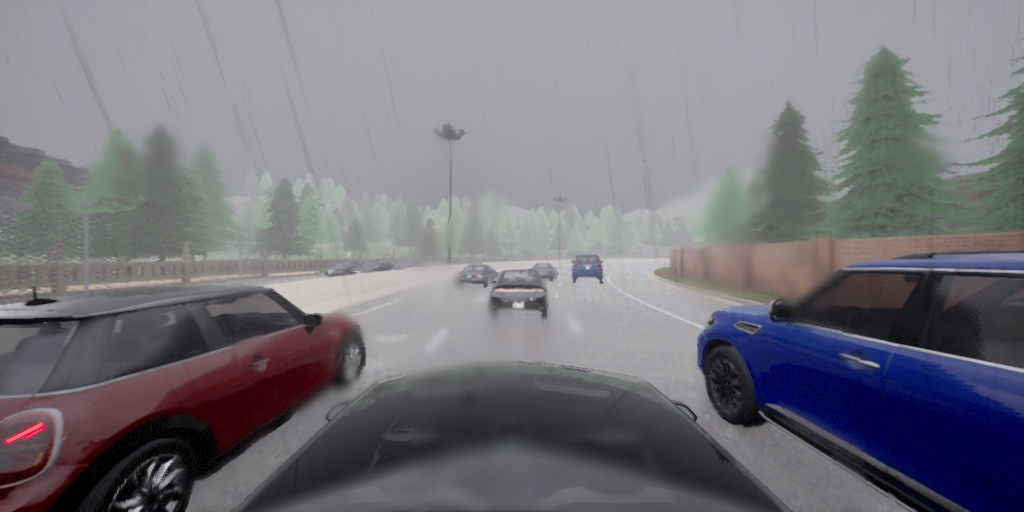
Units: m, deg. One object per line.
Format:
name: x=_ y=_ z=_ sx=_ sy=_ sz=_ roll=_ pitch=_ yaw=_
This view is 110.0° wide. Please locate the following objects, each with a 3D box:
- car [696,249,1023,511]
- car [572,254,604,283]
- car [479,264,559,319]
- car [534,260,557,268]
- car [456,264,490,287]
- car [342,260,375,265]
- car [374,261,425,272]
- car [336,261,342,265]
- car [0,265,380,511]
car: x=3.576 y=0.970 z=2.514 sx=2.150 sy=2.045 sz=5.566 roll=0 pitch=0 yaw=0
car: x=5.747 y=0.897 z=27.236 sx=2.150 sy=2.045 sz=5.566 roll=0 pitch=0 yaw=12
car: x=0.322 y=1.210 z=12.744 sx=2.128 sy=1.511 sz=4.902 roll=0 pitch=0 yaw=3
car: x=2.607 y=1.236 z=28.922 sx=1.994 sy=1.385 sz=4.181 roll=0 pitch=0 yaw=13
car: x=-2.103 y=1.236 z=23.392 sx=2.033 sy=1.411 sz=5.357 roll=0 pitch=0 yaw=9
car: x=-11.604 y=1.164 z=30.377 sx=2.128 sy=1.511 sz=4.902 roll=0 pitch=0 yaw=12
car: x=-8.438 y=1.223 z=28.828 sx=2.033 sy=1.411 sz=5.357 roll=0 pitch=0 yaw=12
car: x=-14.707 y=1.159 z=32.437 sx=2.128 sy=1.511 sz=4.902 roll=0 pitch=0 yaw=13
car: x=-3.418 y=1.096 z=3.996 sx=2.097 sy=1.767 sz=4.553 roll=0 pitch=0 yaw=0
